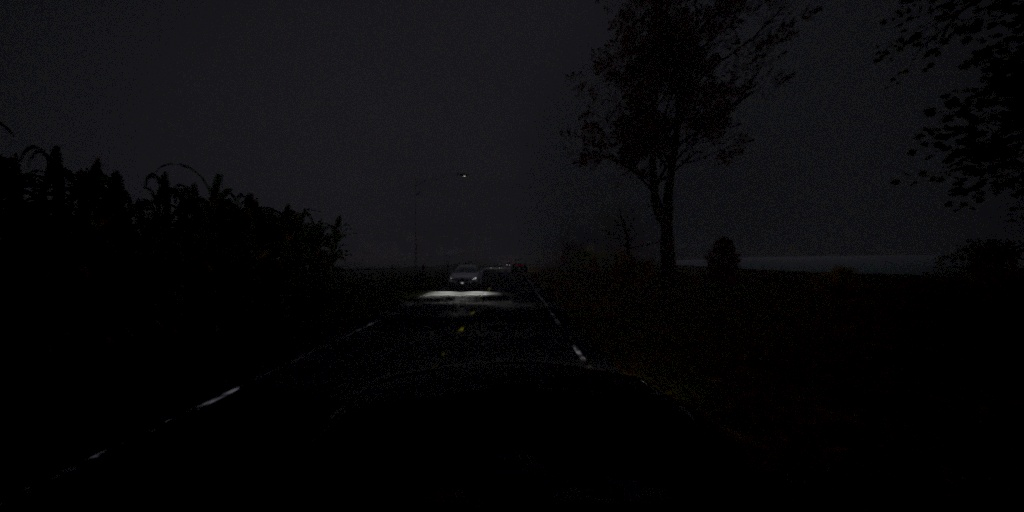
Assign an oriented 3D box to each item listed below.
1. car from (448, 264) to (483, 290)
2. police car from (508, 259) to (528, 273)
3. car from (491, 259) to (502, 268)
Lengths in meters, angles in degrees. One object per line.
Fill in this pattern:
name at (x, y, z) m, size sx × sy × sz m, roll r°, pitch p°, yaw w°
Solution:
car at (-2.836, 1.261, 22.720) m, size 1.812 × 1.442 × 4.674 m, roll 0°, pitch 0°, yaw 0°
police car at (0.827, 1.165, 42.538) m, size 1.930 × 1.638 × 5.238 m, roll 0°, pitch 0°, yaw 0°
car at (-2.761, 1.306, 63.921) m, size 2.033 × 1.411 × 5.357 m, roll 0°, pitch 0°, yaw 0°
